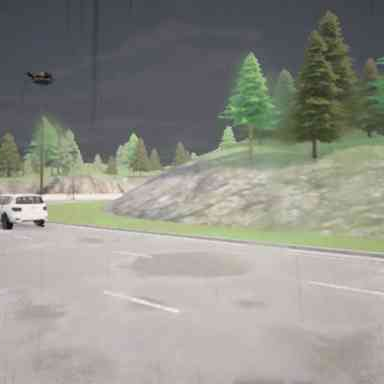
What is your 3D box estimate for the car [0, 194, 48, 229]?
[{"bbox_3d":[-11.272,1.139,21.033,5.566,2.045,2.150,0,0,40],"label":"car"}]
